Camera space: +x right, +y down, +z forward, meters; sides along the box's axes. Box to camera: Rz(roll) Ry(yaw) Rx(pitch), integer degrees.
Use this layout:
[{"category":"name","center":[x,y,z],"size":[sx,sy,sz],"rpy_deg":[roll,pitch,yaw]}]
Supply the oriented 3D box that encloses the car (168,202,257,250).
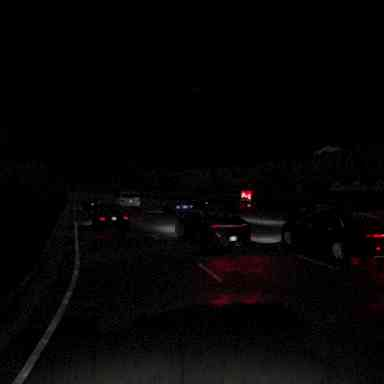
[{"category":"car","center":[0.702,1.381,13.785],"size":[2.128,1.511,4.902],"rpy_deg":[0,0,-17]}]

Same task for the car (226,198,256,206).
[{"category":"car","center":[4.855,1.271,34.056],"size":[1.994,1.385,4.181],"rpy_deg":[-1,0,-19]}]

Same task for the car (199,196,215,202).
[{"category":"car","center":[0.931,1.233,34.653],"size":[1.837,1.490,4.892],"rpy_deg":[-1,0,-20]}]

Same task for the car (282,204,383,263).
[{"category":"car","center":[4.964,1.382,11.657],"size":[1.837,1.490,4.892],"rpy_deg":[0,0,-15]}]

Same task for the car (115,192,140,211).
[{"category":"car","center":[-7.128,0.989,36.430],"size":[2.150,2.045,5.566],"rpy_deg":[-1,0,-20]}]

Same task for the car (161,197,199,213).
[{"category":"car","center":[-1.432,1.320,30.856],"size":[2.033,1.411,5.357],"rpy_deg":[-1,0,-20]}]

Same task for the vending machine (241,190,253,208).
[{"category":"vending machine","center":[6.729,0.840,40.637],"size":[1.100,2.100,0.880],"rpy_deg":[-1,0,-20]}]

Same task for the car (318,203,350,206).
[{"category":"car","center":[6.989,1.312,17.390],"size":[2.128,1.511,4.902],"rpy_deg":[-1,0,-19]}]

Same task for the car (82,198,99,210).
[{"category":"car","center":[-11.760,1.342,39.018],"size":[1.994,1.385,4.181],"rpy_deg":[-1,0,-20]}]

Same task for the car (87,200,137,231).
[{"category":"car","center":[-4.883,1.428,19.650],"size":[2.033,1.411,5.357],"rpy_deg":[-1,0,-20]}]
